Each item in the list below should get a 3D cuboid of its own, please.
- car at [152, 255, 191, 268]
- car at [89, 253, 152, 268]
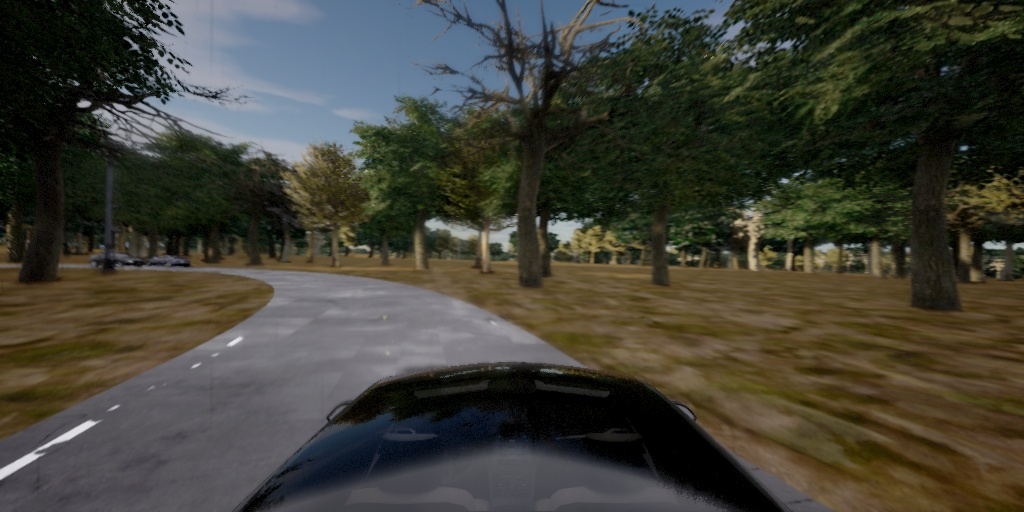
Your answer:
[{"bbox_3d":[-36.691,0.542,38.122,4.181,1.385,1.994,1,-1,10],"label":"car"},{"bbox_3d":[-38.813,0.413,35.293,4.892,1.490,1.837,1,-1,7],"label":"car"}]
